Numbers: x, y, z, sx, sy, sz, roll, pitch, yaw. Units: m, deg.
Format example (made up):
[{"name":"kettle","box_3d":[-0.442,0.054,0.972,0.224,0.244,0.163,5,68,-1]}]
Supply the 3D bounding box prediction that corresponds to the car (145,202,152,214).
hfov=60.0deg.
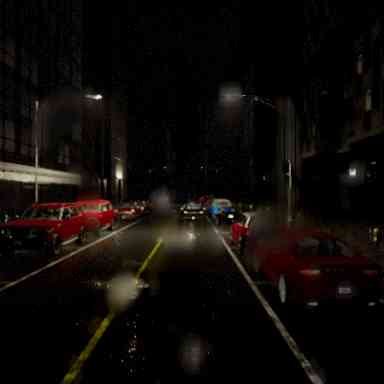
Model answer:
[{"name":"car","box_3d":[-5.860,1.702,36.241,1.967,1.590,4.097,0,0,0]}]

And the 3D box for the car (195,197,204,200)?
[{"name":"car","box_3d":[0.098,1.826,44.557,2.128,1.511,4.902,0,0,0]}]

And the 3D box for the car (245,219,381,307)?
[{"name":"car","box_3d":[2.667,1.600,8.031,1.887,1.381,4.507,0,0,0]}]

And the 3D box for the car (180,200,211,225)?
[{"name":"car","box_3d":[0.098,1.672,26.021,2.128,1.511,4.902,0,0,0]}]

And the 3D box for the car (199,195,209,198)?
[{"name":"car","box_3d":[2.665,1.780,58.780,2.192,1.841,5.009,0,0,0]}]

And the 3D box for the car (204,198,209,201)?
[{"name":"car","box_3d":[2.666,1.889,47.710,1.752,1.417,4.829,0,-1,1]}]

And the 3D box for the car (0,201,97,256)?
[{"name":"car","box_3d":[-5.859,1.409,13.685,2.192,1.841,5.009,0,0,0]}]

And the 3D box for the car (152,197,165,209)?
[{"name":"car","box_3d":[-5.867,1.937,52.956,1.752,1.417,4.829,0,-1,1]}]

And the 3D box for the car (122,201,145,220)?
[{"name":"car","box_3d":[-5.860,1.657,30.603,1.967,1.590,4.097,0,0,0]}]

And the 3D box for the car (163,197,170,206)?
[{"name":"car","box_3d":[-5.861,2.040,64.268,1.752,1.417,4.829,0,-1,0]}]

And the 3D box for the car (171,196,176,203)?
[{"name":"car","box_3d":[-5.860,2.277,86.998,1.802,1.307,4.206,0,0,0]}]

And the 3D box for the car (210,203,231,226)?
[{"name":"car","box_3d":[2.666,1.738,24.948,1.947,1.339,4.313,0,0,0]}]

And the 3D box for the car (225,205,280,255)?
[{"name":"car","box_3d":[2.667,1.533,13.670,1.967,1.590,4.097,0,0,0]}]

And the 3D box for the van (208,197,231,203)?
[{"name":"van","box_3d":[2.665,1.557,30.588,1.690,1.788,3.998,0,0,0]}]

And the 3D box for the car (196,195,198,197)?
[{"name":"car","box_3d":[2.666,2.174,92.615,1.967,1.590,4.097,0,0,0]}]

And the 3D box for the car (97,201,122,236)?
[{"name":"car","box_3d":[-5.859,1.448,19.324,2.192,1.841,5.009,0,0,0]}]
